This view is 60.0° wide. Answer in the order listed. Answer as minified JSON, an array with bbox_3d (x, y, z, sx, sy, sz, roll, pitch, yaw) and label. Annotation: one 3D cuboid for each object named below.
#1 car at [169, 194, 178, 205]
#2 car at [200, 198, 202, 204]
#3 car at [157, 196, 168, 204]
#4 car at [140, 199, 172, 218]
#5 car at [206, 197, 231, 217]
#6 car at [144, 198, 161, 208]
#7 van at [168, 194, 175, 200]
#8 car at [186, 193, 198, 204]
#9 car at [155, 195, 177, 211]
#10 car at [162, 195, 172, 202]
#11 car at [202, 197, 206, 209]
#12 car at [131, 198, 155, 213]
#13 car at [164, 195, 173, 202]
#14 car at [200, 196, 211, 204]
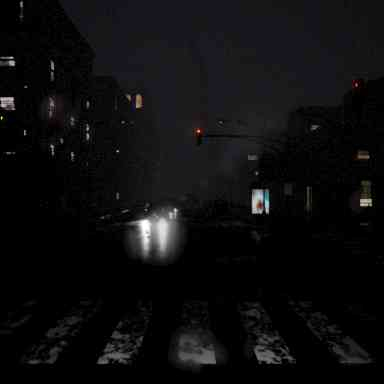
[{"bbox_3d":[-3.176,1.527,50.214,1.837,1.490,4.892,0,0,0],"label":"car"},{"bbox_3d":[2.602,1.571,48.943,2.008,1.369,4.403,0,0,0],"label":"car"},{"bbox_3d":[-5.807,1.565,65.836,1.752,1.417,4.829,0,0,0],"label":"car"},{"bbox_3d":[-3.149,1.605,30.134,1.895,1.301,4.718,0,0,0],"label":"car"},{"bbox_3d":[2.630,1.446,31.852,1.967,1.590,4.097,0,0,0],"label":"car"},{"bbox_3d":[-5.778,1.571,48.916,2.008,1.369,4.403,0,0,0],"label":"car"},{"bbox_3d":[-5.858,1.430,94.489,1.690,1.788,3.998,-1,0,0],"label":"van"},{"bbox_3d":[0.007,1.256,62.153,2.150,2.045,5.566,0,0,0],"label":"car"},{"bbox_3d":[-3.165,1.490,40.235,1.882,1.535,5.008,0,0,0],"label":"car"},{"bbox_3d":[-5.828,1.497,77.398,1.967,1.590,4.097,0,0,0],"label":"car"},{"bbox_3d":[2.612,1.597,43.246,1.802,1.307,4.206,0,0,0],"label":"car"},{"bbox_3d":[-5.759,1.561,37.523,2.008,1.369,4.403,0,0,0],"label":"car"},{"bbox_3d":[-5.836,1.592,82.925,1.752,1.417,4.829,-1,0,0],"label":"car"},{"bbox_3d":[2.573,1.591,66.033,2.008,1.369,4.403,-1,0,0],"label":"car"}]
